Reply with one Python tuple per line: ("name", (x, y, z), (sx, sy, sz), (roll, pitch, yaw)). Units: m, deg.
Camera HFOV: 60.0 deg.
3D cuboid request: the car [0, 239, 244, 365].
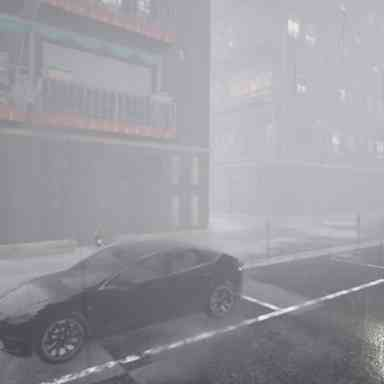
("car", (-0.978, 1.579, 5.860), (4.313, 1.339, 1.947), (0, 0, -35))
